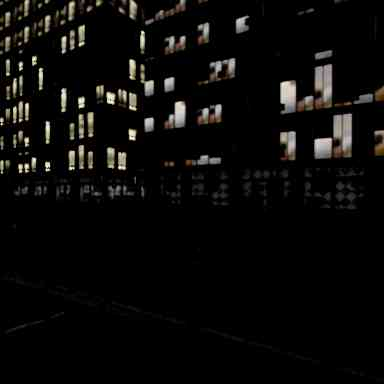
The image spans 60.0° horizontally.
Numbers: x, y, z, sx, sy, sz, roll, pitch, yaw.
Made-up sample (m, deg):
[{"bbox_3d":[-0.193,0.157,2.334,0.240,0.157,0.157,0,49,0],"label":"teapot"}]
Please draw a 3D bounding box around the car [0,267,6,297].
[{"bbox_3d":[-5.746,1.513,6.990,4.829,1.417,1.752,0,0,36],"label":"car"}]
